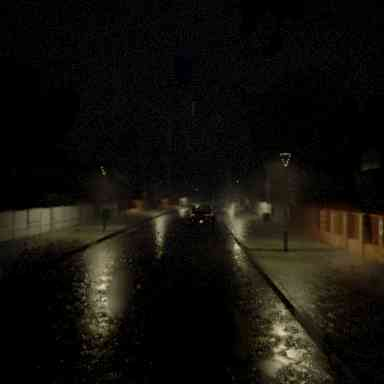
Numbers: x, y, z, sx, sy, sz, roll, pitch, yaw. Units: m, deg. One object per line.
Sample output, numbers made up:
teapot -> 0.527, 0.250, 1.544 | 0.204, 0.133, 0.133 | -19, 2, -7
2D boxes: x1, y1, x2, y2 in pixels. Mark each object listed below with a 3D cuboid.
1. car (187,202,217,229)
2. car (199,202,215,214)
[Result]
car -> 0.713, 1.692, 23.482 | 2.128, 1.511, 4.902 | 0, 0, 3
car -> 1.932, 1.966, 41.793 | 1.895, 1.301, 4.718 | 0, -1, 5
